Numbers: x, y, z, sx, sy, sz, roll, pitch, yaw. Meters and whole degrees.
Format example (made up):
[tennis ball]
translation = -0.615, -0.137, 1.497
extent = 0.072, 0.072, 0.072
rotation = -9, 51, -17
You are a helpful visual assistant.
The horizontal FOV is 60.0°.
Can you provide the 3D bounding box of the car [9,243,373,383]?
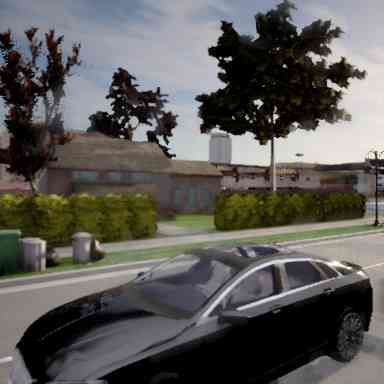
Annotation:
[car]
translation = 0.437, 1.491, 4.304
extent = 4.902, 1.511, 2.128
rotation = 0, 0, -36
